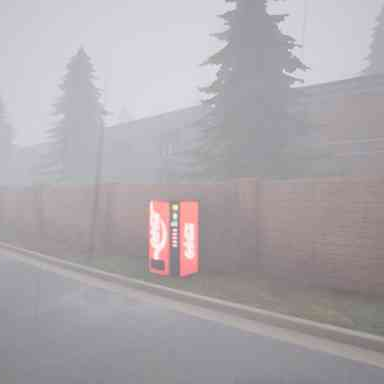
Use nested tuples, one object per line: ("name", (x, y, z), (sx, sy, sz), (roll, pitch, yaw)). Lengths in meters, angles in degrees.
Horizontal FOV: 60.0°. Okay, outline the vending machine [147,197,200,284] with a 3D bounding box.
("vending machine", (-0.484, 1.195, 8.793), (0.880, 2.100, 1.100), (0, 0, 39))
